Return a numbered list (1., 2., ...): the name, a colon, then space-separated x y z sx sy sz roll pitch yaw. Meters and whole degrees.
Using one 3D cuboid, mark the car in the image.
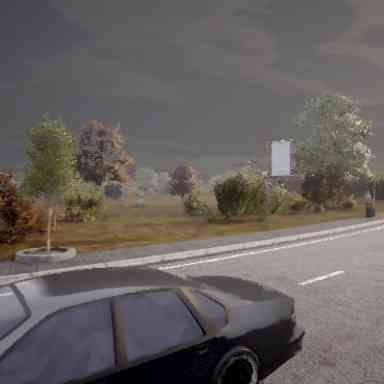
1. car: -1.136 1.557 3.259 5.357 1.411 2.033 0 0 -36
